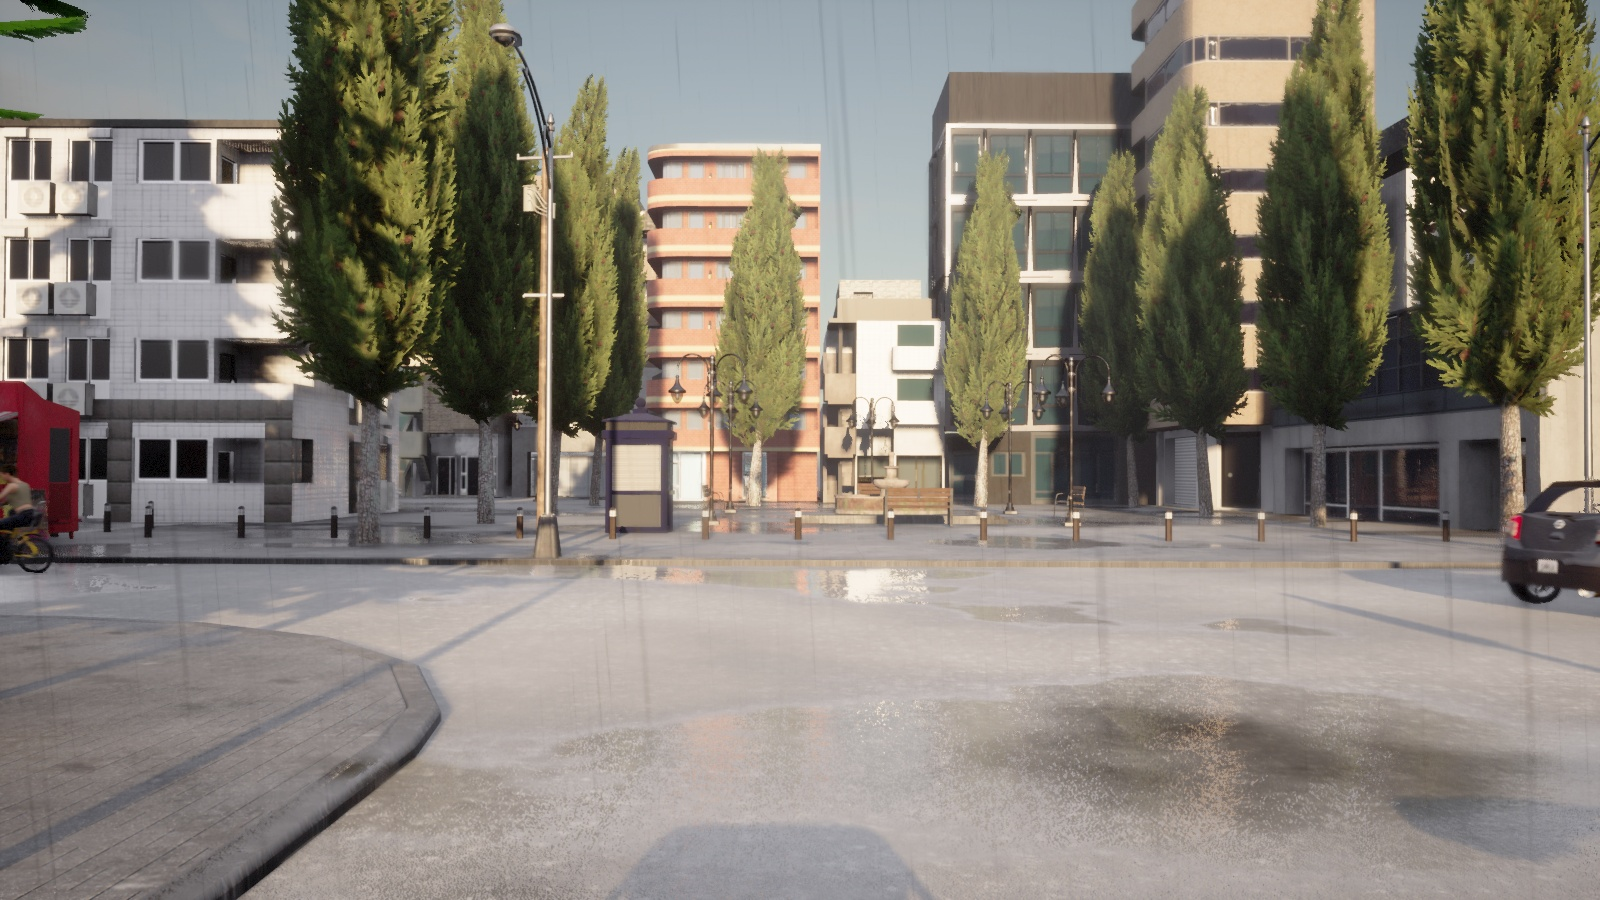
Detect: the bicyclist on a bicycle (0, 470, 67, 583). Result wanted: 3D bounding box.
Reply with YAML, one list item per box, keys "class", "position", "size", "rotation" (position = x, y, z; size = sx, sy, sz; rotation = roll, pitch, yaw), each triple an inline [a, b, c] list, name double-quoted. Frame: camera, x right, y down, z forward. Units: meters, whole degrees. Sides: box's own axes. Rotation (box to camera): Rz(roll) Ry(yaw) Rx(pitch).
- class: "bicyclist on a bicycle"
  position: [-11.802, 1.108, 18.494]
  size: [1.509, 1.612, 0.866]
  rotation: [0, -1, 0]

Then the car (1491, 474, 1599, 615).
- class: "car"
  position: [10.213, 1.029, 14.437]
  size: [3.633, 1.501, 1.845]
  rotation: [0, -1, -12]
